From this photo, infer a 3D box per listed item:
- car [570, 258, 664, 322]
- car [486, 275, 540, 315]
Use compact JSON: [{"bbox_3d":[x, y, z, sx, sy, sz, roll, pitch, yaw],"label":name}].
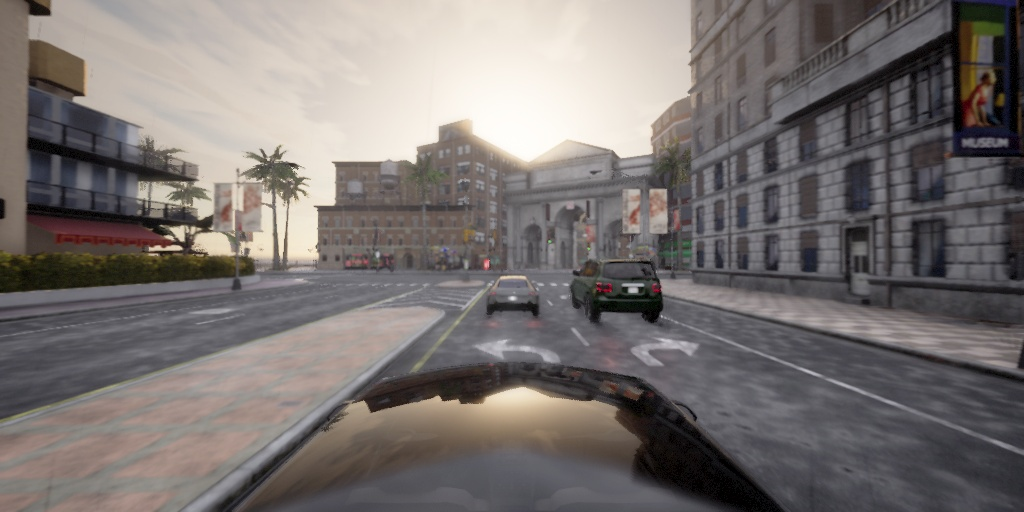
[{"bbox_3d":[3.533,1.105,13.059,2.150,2.045,5.566,0,0,1],"label":"car"},{"bbox_3d":[0.049,1.463,14.413,1.994,1.385,4.181,0,-1,1],"label":"car"}]
